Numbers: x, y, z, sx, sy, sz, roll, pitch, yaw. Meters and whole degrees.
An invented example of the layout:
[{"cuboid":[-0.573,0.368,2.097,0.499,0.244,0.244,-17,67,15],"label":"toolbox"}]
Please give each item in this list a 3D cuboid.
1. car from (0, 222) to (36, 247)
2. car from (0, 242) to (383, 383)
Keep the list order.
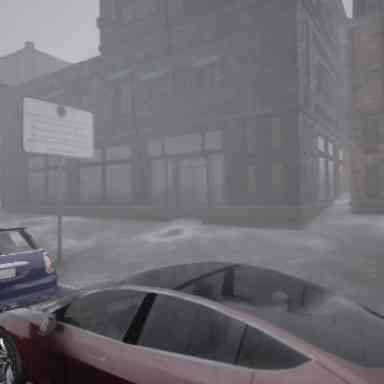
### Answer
[{"cuboid":[-4.759,1.354,6.629,4.553,1.767,2.185,0,0,35],"label":"car"},{"cuboid":[-0.234,1.510,3.501,4.792,1.488,2.163,0,0,36],"label":"car"}]
